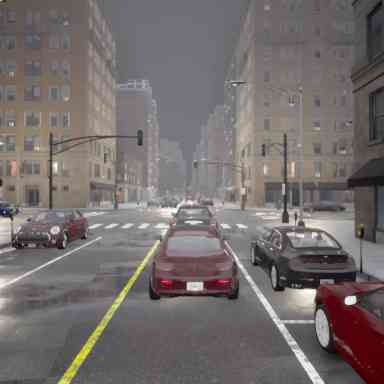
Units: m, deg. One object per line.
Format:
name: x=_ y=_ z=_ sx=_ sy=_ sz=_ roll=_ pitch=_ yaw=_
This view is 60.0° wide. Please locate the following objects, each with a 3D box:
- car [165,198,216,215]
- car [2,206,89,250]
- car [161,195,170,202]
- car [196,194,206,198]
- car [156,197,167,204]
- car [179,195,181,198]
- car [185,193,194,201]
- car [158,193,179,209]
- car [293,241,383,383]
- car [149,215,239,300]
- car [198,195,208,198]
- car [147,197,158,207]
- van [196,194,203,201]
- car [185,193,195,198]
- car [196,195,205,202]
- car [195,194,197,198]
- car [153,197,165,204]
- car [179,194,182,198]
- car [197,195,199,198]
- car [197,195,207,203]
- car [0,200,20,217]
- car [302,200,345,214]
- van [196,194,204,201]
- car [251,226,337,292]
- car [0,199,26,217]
car: x=0.066 y=1.358 z=15.581 sx=2.097 sy=1.767 sz=4.553 roll=0 pitch=0 yaw=0
car: x=-5.880 y=1.445 z=14.209 sx=1.967 sy=1.590 sz=4.097 roll=0 pitch=0 yaw=0
car: x=-6.412 y=1.559 z=80.110 sx=1.967 sy=1.590 sz=4.097 roll=0 pitch=0 yaw=-1
car: x=2.301 y=1.595 z=63.849 sx=1.752 sy=1.417 sz=4.829 roll=0 pitch=0 yaw=-1
car: x=-6.286 y=1.665 z=69.094 sx=1.802 sy=1.307 sz=4.206 roll=0 pitch=0 yaw=-1
car: x=-3.379 y=1.619 z=57.451 sx=1.994 sy=1.385 sz=4.181 roll=0 pitch=0 yaw=0
car: x=-0.674 y=1.383 z=90.111 sx=2.150 sy=2.045 sz=5.566 roll=0 pitch=0 yaw=-1
car: x=-3.211 y=1.387 z=47.013 sx=2.097 sy=1.767 sz=4.553 roll=0 pitch=0 yaw=-2
car: x=2.669 y=1.545 z=3.248 sx=1.887 sy=1.381 sz=4.507 roll=0 pitch=0 yaw=0
car: x=0.018 y=1.528 z=8.277 sx=1.812 sy=1.442 sz=4.674 roll=0 pitch=0 yaw=-1
car: x=2.431 y=1.590 z=52.666 sx=1.887 sy=1.381 sz=4.507 roll=0 pitch=0 yaw=-1
car: x=-6.094 y=1.595 z=52.571 sx=2.008 sy=1.369 sz=4.403 roll=0 pitch=0 yaw=-1
van: x=1.985 y=1.503 z=91.214 sx=1.690 sy=1.788 sz=3.998 roll=0 pitch=0 yaw=-1
car: x=-0.550 y=1.341 z=79.392 sx=2.150 sy=2.045 sz=5.566 roll=0 pitch=0 yaw=-1
car: x=2.112 y=1.559 z=80.199 sx=1.967 sy=1.590 sz=4.097 roll=0 pitch=0 yaw=-1
car: x=2.240 y=1.399 z=69.186 sx=2.192 sy=1.841 sz=5.009 roll=0 pitch=0 yaw=-1
car: x=-6.222 y=1.613 z=63.586 sx=1.887 sy=1.381 sz=4.507 roll=0 pitch=0 yaw=-1
car: x=-3.432 y=1.604 z=67.257 sx=1.812 sy=1.442 sz=4.674 roll=0 pitch=0 yaw=0
car: x=2.367 y=1.622 z=58.172 sx=1.947 sy=1.339 sz=4.313 roll=0 pitch=0 yaw=-1
car: x=2.176 y=1.541 z=74.694 sx=1.967 sy=1.590 sz=4.097 roll=0 pitch=0 yaw=-1
car: x=-17.156 y=1.123 z=26.946 sx=5.566 sy=2.045 sz=2.150 roll=0 pitch=0 yaw=0
car: x=14.634 y=1.648 z=37.153 sx=4.674 sy=1.442 sz=1.812 roll=0 pitch=0 yaw=1
van: x=2.049 y=1.481 z=85.707 sx=1.690 sy=1.788 sz=3.998 roll=0 pitch=0 yaw=-1
car: x=2.657 y=1.553 z=8.739 sx=2.008 sy=1.369 sz=4.403 roll=0 pitch=0 yaw=0
car: x=-18.032 y=1.416 z=30.187 sx=4.902 sy=1.511 sz=2.128 roll=0 pitch=0 yaw=0
